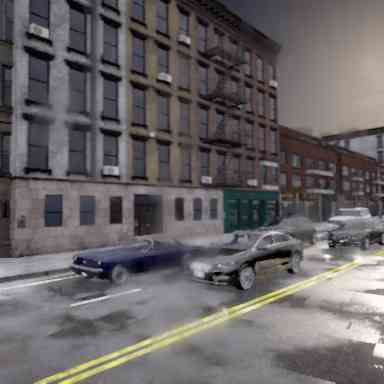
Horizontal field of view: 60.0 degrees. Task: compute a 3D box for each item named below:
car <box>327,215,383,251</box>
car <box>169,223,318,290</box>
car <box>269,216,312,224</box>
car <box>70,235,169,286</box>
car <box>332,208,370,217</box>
[{"bbox_3d":[9.054,2.233,18.148,1.837,1.490,4.892,-4,-4,44],"label":"car"},{"bbox_3d":[1.878,2.002,10.744,2.128,1.511,4.902,-4,-4,44],"label":"car"},{"bbox_3d":[5.290,2.197,18.938,2.097,1.767,4.553,-4,-4,44],"label":"car"},{"bbox_3d":[-1.716,2.232,11.687,1.895,1.301,4.718,-4,-4,44],"label":"car"},{"bbox_3d":[12.705,2.288,26.596,2.150,2.045,5.566,-4,-4,41],"label":"car"}]
